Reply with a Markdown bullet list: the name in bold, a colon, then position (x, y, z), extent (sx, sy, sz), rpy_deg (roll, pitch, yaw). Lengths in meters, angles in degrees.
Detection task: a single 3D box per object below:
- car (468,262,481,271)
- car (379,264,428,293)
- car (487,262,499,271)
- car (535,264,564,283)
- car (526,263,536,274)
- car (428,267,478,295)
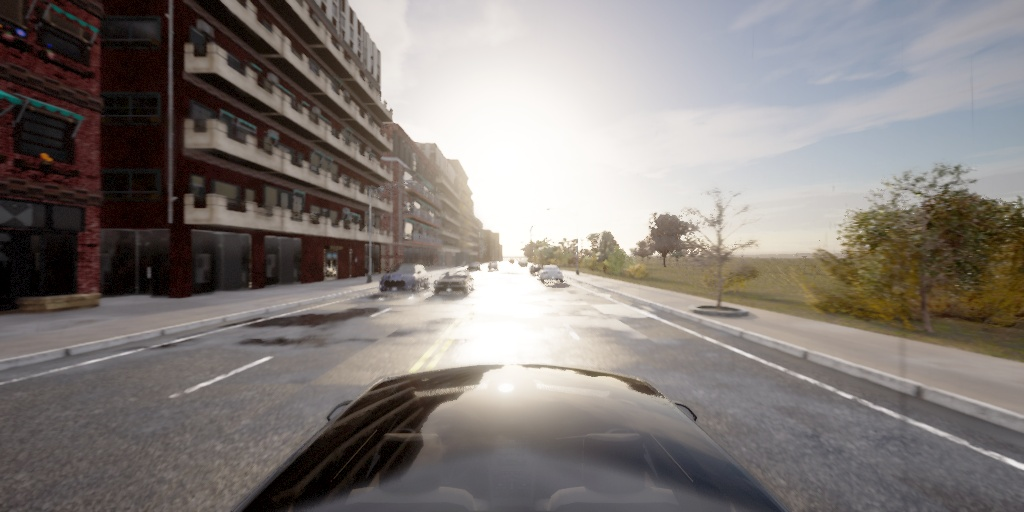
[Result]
- **car**: position (-6.534, 1.811, 63.074), extent (1.837, 1.490, 4.892), rpy_deg (0, -1, 1)
- **car**: position (-6.601, 1.287, 22.383), extent (2.097, 1.767, 4.553), rpy_deg (0, -1, 0)
- **car**: position (-3.285, 1.806, 63.075), extent (2.128, 1.511, 4.902), rpy_deg (0, -1, 1)
- **car**: position (3.347, 1.543, 31.576), extent (1.812, 1.442, 4.674), rpy_deg (0, 0, 0)
- **car**: position (3.344, 1.778, 48.714), extent (1.895, 1.301, 4.718), rpy_deg (0, -1, 0)
- **car**: position (-3.353, 1.527, 21.375), extent (1.895, 1.301, 4.718), rpy_deg (0, -1, 0)
